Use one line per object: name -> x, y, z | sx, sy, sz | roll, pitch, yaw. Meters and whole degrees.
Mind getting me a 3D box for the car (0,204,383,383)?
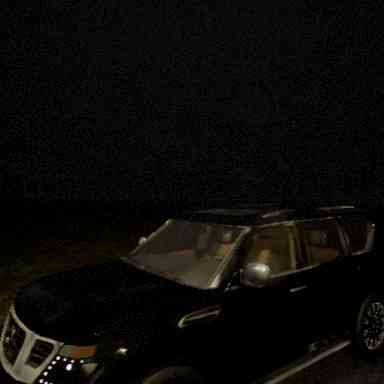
car -> 0.605, 1.221, 4.410 | 5.566, 2.045, 2.150 | 0, 0, -36
